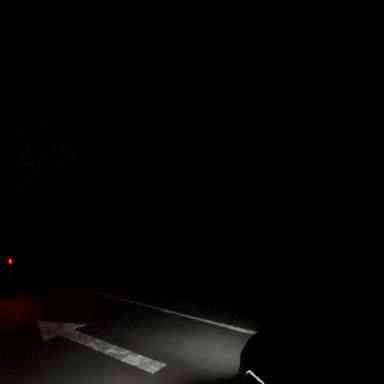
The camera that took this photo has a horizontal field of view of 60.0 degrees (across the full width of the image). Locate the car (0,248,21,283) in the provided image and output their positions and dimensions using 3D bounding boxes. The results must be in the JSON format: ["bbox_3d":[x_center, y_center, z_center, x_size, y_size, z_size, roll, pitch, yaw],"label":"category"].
[{"bbox_3d":[-6.547,1.695,8.661,4.718,1.301,1.895,-1,0,35],"label":"car"}]

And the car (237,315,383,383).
[{"bbox_3d":[2.527,1.517,2.130,4.674,1.442,1.812,0,0,36],"label":"car"}]
